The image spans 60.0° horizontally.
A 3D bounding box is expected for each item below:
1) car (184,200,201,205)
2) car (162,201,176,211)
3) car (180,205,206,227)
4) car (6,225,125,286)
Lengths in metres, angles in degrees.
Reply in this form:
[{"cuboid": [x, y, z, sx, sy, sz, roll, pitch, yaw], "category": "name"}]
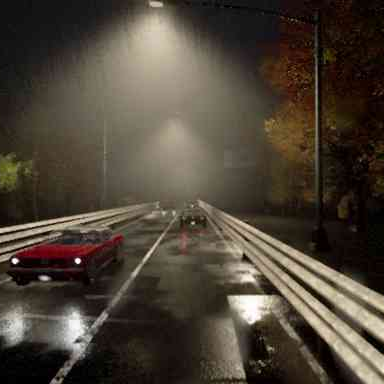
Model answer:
[{"cuboid": [0.034, 1.843, 42.158, 2.097, 1.767, 4.553, 0, -1, 1], "category": "car"}, {"cuboid": [-3.407, 2.074, 50.724, 1.882, 1.535, 5.008, 0, -1, 0], "category": "car"}, {"cuboid": [0.070, 1.880, 25.109, 1.895, 1.301, 4.718, 0, -1, 0], "category": "car"}, {"cuboid": [-3.362, 1.694, 9.814, 1.895, 1.301, 4.718, 0, -1, 0], "category": "car"}]
